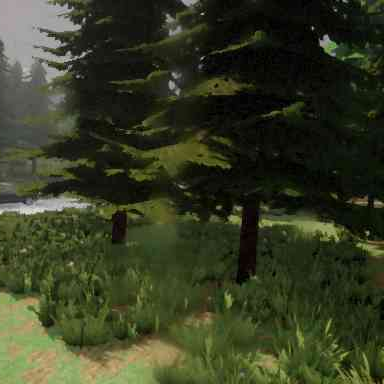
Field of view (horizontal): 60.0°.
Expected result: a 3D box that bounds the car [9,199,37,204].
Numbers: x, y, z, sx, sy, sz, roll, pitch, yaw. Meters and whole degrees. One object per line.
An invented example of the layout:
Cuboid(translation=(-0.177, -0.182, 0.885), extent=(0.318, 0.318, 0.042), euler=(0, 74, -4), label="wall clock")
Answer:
Cuboid(translation=(-12.224, 0.149, 21.315), extent=(1.837, 1.490, 4.892), euler=(5, 3, 22), label="car")
